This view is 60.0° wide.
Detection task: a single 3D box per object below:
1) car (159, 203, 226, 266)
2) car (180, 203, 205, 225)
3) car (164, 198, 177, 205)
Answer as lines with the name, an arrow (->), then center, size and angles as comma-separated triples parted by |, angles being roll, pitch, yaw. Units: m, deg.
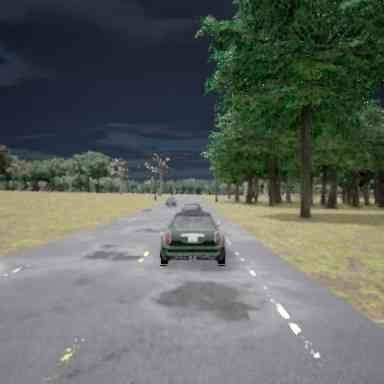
car -> 0.044, 1.470, 12.212 | 2.097, 1.767, 4.553 | 0, -1, 0
car -> 0.041, 1.722, 27.343 | 1.837, 1.490, 4.892 | 0, 0, 0
car -> -3.571, 1.726, 56.650 | 1.837, 1.490, 4.892 | 0, 0, 0
